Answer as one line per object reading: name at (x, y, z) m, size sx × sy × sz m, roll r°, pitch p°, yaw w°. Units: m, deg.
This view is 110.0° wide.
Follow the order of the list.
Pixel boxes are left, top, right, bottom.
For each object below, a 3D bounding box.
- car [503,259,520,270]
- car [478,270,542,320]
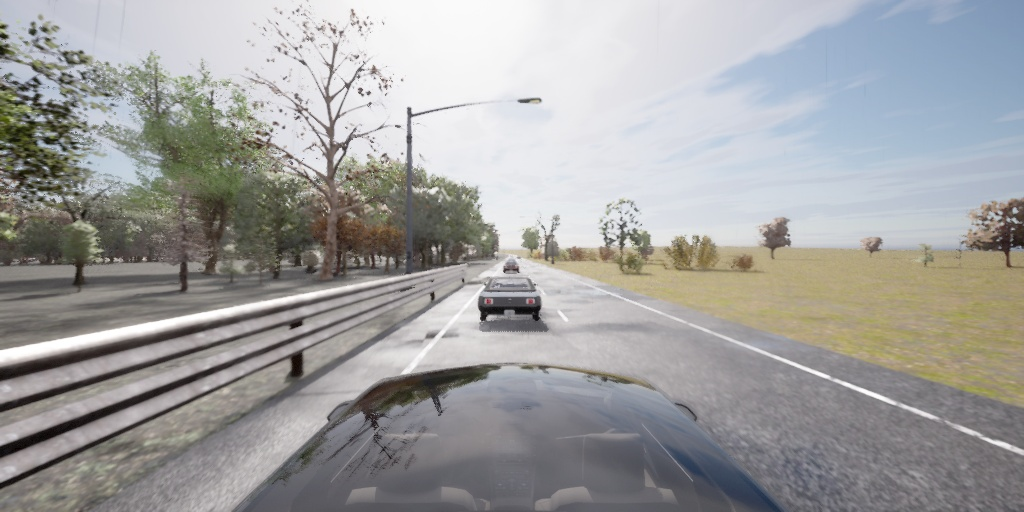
car at (-0.078, 1.293, 42.562) m, size 1.895 × 1.301 × 4.718 m, roll 0°, pitch 0°, yaw 0°
car at (-0.065, 1.340, 12.594) m, size 1.895 × 1.301 × 4.718 m, roll 0°, pitch 0°, yaw 0°
